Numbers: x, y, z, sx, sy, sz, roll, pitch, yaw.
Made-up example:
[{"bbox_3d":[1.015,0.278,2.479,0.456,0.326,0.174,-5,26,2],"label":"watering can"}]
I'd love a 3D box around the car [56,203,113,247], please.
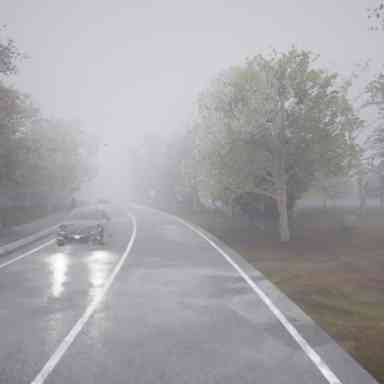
[{"bbox_3d":[-4.685,1.458,15.048,1.837,1.490,4.892,0,0,-8],"label":"car"}]

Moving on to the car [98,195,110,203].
[{"bbox_3d":[-14.780,1.277,56.057,1.812,1.442,4.674,1,0,-16],"label":"car"}]
